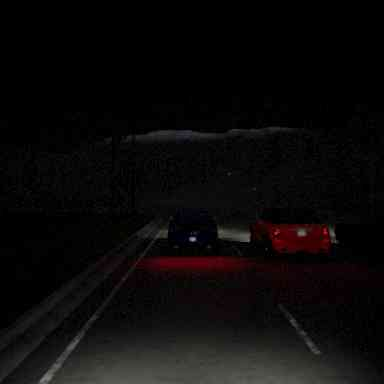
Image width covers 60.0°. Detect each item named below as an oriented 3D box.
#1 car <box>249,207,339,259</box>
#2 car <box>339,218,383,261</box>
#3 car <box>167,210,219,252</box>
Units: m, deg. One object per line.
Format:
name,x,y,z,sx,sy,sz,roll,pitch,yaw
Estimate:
car,3.543,1.352,12.801,2.097,1.767,4.553,0,0,1
car,7.036,1.602,12.286,1.895,1.301,4.718,0,0,1
car,0.052,1.479,14.013,1.882,1.535,5.008,0,0,0
